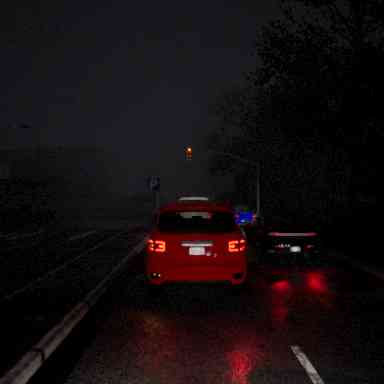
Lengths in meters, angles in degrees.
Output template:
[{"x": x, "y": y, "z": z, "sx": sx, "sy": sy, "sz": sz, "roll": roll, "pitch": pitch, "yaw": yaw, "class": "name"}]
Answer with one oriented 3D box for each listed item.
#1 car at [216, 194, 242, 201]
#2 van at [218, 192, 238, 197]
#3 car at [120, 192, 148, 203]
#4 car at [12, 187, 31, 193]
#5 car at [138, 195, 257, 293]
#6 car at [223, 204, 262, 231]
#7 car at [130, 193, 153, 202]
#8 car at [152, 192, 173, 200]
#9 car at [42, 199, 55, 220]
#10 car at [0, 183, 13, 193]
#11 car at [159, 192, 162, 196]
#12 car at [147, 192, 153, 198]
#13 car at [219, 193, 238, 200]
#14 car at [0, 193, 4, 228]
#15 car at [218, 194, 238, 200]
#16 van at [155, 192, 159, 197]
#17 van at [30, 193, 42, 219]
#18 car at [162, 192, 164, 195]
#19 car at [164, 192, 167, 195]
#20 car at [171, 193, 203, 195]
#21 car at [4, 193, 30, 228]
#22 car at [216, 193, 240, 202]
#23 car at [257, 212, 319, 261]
[{"x": 8.075, "y": 1.260, "z": 73.602, "sx": 5.366, "sy": 1.575, "sz": 1.946, "roll": 1, "pitch": 0, "yaw": -13, "class": "car"}, {"x": 7.166, "y": 1.039, "z": 67.637, "sx": 4.442, "sy": 1.987, "sz": 1.878, "roll": 1, "pitch": 0, "yaw": -14, "class": "van"}, {"x": -11.557, "y": 1.355, "z": 65.010, "sx": 4.792, "sy": 1.488, "sz": 2.163, "roll": -1, "pitch": 0, "yaw": -15, "class": "car"}, {"x": -28.262, "y": 0.134, "z": 55.849, "sx": 2.002, "sy": 1.452, "sz": 4.674, "roll": 6, "pitch": -3, "yaw": -19, "class": "car"}, {"x": 0.089, "y": 1.230, "z": 9.044, "sx": 2.150, "sy": 2.045, "sz": 5.566, "roll": 0, "pitch": 0, "yaw": 0, "class": "car"}, {"x": 3.137, "y": 1.552, "z": 21.565, "sx": 1.812, "sy": 1.442, "sz": 4.674, "roll": 0, "pitch": 0, "yaw": 0, "class": "car"}, {"x": -10.829, "y": 1.192, "z": 70.956, "sx": 4.553, "sy": 1.767, "sz": 2.185, "roll": -1, "pitch": 0, "yaw": -14, "class": "car"}, {"x": -8.163, "y": 1.059, "z": 91.957, "sx": 5.566, "sy": 2.045, "sz": 2.435, "roll": -1, "pitch": 0, "yaw": -12, "class": "car"}, {"x": -13.674, "y": 1.403, "z": 27.200, "sx": 4.553, "sy": 1.767, "sz": 2.185, "roll": -1, "pitch": 0, "yaw": -19, "class": "car"}, {"x": -31.257, "y": -0.428, "z": 55.904, "sx": 2.435, "sy": 2.045, "sz": 5.566, "roll": 6, "pitch": -3, "yaw": -19, "class": "car"}, {"x": -10.147, "y": 1.317, "z": 76.968, "sx": 4.892, "sy": 1.521, "sz": 2.231, "roll": -1, "pitch": 0, "yaw": -14, "class": "car"}, {"x": -10.918, "y": 1.312, "z": 68.003, "sx": 5.366, "sy": 1.575, "sz": 1.946, "roll": -1, "pitch": 0, "yaw": -15, "class": "car"}, {"x": 9.309, "y": 1.124, "z": 85.310, "sx": 4.553, "sy": 1.767, "sz": 2.185, "roll": 1, "pitch": 0, "yaw": -12, "class": "car"}, {"x": -13.822, "y": 1.263, "z": 18.150, "sx": 5.566, "sy": 2.045, "sz": 2.435, "roll": -1, "pitch": 0, "yaw": -20, "class": "car"}, {"x": 8.948, "y": 1.293, "z": 82.380, "sx": 4.674, "sy": 1.452, "sz": 2.002, "roll": 1, "pitch": 0, "yaw": -12, "class": "car"}, {"x": -10.369, "y": 1.089, "z": 73.996, "sx": 4.442, "sy": 1.987, "sz": 1.878, "roll": -1, "pitch": 0, "yaw": -14, "class": "van"}, {"x": -13.644, "y": 1.297, "z": 24.223, "sx": 4.442, "sy": 1.987, "sz": 1.878, "roll": -1, "pitch": 0, "yaw": -20, "class": "van"}, {"x": -9.779, "y": 1.355, "z": 79.964, "sx": 4.674, "sy": 1.452, "sz": 2.002, "roll": -1, "pitch": 0, "yaw": -13, "class": "car"}, {"x": -9.412, "y": 1.354, "z": 82.966, "sx": 4.674, "sy": 1.452, "sz": 2.002, "roll": -1, "pitch": 0, "yaw": -13, "class": "car"}, {"x": 0.120, "y": 1.245, "z": 19.402, "sx": 2.150, "sy": 2.045, "sz": 5.566, "roll": 0, "pitch": 0, "yaw": 0, "class": "car"}, {"x": -13.755, "y": 1.267, "z": 21.186, "sx": 5.566, "sy": 2.045, "sz": 2.435, "roll": -1, "pitch": 0, "yaw": -20, "class": "car"}, {"x": 7.544, "y": 1.138, "z": 70.608, "sx": 4.553, "sy": 1.767, "sz": 2.185, "roll": 1, "pitch": 0, "yaw": -14, "class": "car"}, {"x": 3.094, "y": 1.502, "z": 12.356, "sx": 2.128, "sy": 1.511, "sz": 4.902, "roll": 0, "pitch": 0, "yaw": 0, "class": "car"}]
